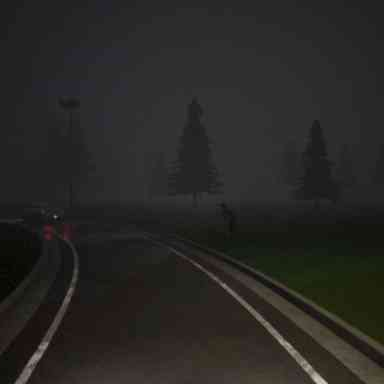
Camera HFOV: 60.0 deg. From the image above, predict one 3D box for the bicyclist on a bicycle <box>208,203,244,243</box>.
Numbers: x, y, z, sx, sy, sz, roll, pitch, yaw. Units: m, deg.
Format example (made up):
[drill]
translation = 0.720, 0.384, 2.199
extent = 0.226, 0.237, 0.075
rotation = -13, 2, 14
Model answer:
[bicyclist on a bicycle]
translation = 1.409, 1.269, 13.650
extent = 1.656, 1.620, 0.582
rotation = -1, 0, -21

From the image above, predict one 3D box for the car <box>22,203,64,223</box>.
[car]
translation = -11.548, 1.577, 25.808
extent = 1.812, 1.442, 4.674
rotation = 0, 0, -45
